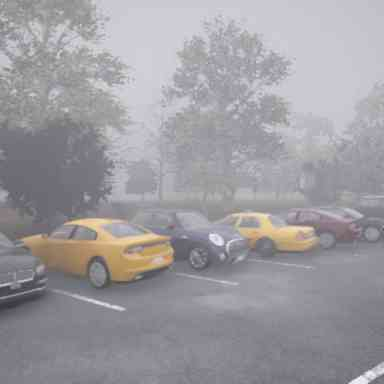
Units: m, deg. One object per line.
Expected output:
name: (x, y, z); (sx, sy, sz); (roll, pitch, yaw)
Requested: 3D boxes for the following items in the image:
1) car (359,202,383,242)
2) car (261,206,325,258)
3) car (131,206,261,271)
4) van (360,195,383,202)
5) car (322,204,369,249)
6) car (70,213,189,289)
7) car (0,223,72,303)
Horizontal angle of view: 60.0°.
car: (6.960, 1.427, 15.974); (5.008, 1.535, 2.097); (-1, -1, 36)
car: (1.909, 1.453, 12.705); (5.366, 1.575, 1.946); (-1, 0, 35)
car: (-0.399, 1.342, 10.925); (4.553, 1.767, 2.185); (-1, -1, 35)
van: (11.783, 1.177, 19.357); (4.442, 1.987, 1.878); (-1, 0, 36)
car: (4.511, 1.440, 14.279); (5.008, 1.535, 2.097); (-1, 0, 35)
car: (-2.807, 1.479, 9.192); (5.008, 1.535, 2.097); (-1, 0, 35)
car: (-5.239, 1.487, 7.489); (4.892, 1.521, 2.231); (-1, -1, 34)
